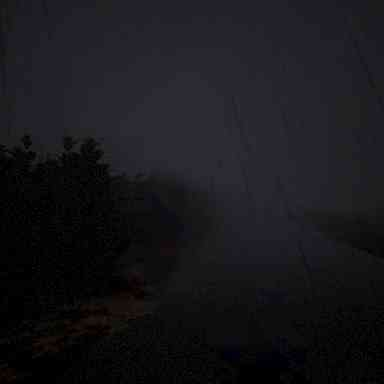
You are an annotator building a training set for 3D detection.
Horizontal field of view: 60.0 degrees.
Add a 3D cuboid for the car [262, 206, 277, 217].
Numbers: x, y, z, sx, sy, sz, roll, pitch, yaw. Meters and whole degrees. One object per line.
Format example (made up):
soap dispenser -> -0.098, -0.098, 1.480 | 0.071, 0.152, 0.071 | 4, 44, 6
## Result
car -> 10.382, 2.553, 44.425 | 2.033, 1.411, 5.357 | -2, -1, 14
